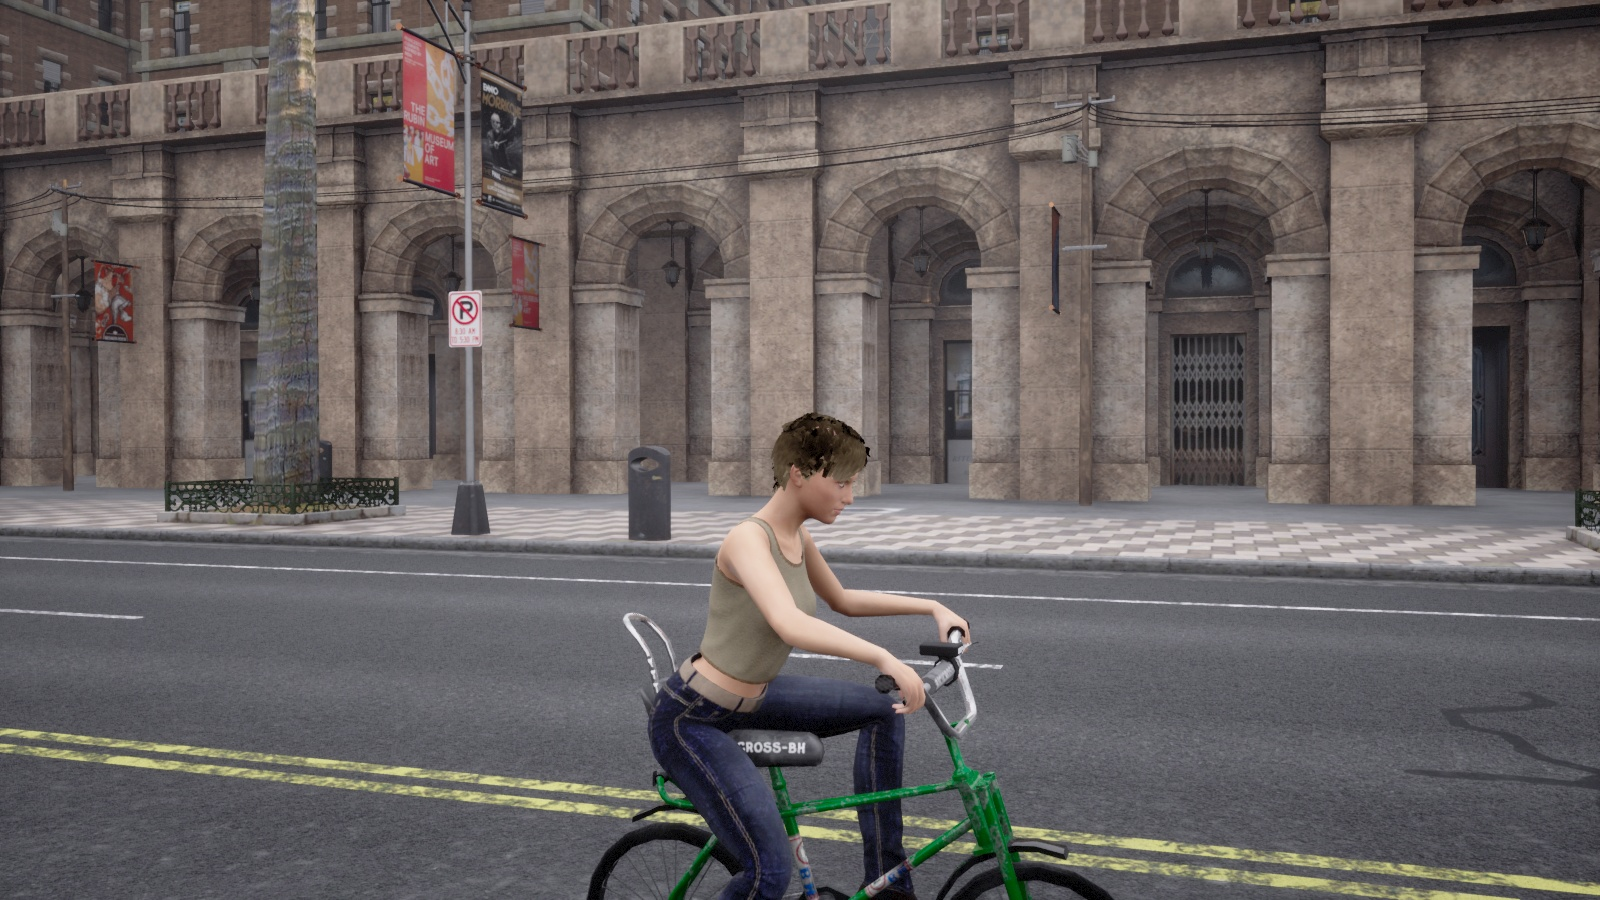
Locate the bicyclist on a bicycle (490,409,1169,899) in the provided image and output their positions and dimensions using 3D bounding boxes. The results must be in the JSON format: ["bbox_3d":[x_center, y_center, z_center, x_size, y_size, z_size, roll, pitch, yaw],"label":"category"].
[{"bbox_3d":[0.116,0.713,3.158,1.509,1.612,0.866,1,1,19],"label":"bicyclist on a bicycle"}]
